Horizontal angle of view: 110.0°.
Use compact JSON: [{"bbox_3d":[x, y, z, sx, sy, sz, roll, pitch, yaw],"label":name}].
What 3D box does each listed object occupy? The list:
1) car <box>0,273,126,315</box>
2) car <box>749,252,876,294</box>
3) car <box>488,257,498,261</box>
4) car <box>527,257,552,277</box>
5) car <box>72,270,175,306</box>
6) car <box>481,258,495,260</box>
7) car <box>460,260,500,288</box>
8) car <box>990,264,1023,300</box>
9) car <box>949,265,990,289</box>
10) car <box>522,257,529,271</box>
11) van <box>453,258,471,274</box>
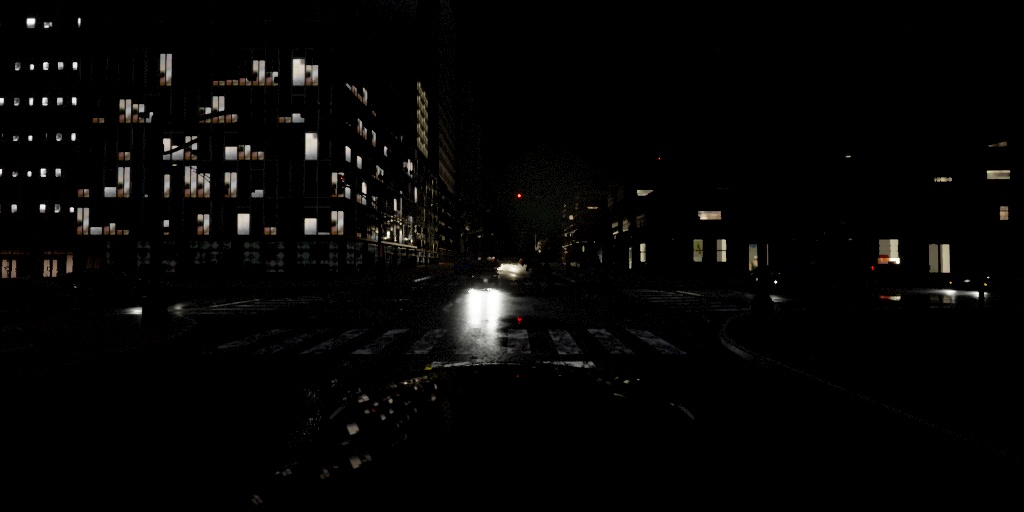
[{"bbox_3d":[-17.391,1.413,13.206,4.207,1.307,1.802,0,0,1],"label":"car"},{"bbox_3d":[15.505,0.842,18.643,5.566,2.045,2.150,-1,-1,-1],"label":"car"},{"bbox_3d":[-2.930,1.320,59.022,1.994,1.385,4.181,0,0,0],"label":"car"},{"bbox_3d":[2.774,1.194,34.995,1.967,1.591,4.097,0,0,0],"label":"car"},{"bbox_3d":[-17.858,1.359,15.819,5.008,1.535,1.882,-1,-1,1],"label":"car"},{"bbox_3d":[-3.006,1.281,39.496,1.812,1.442,4.674,0,0,0],"label":"car"},{"bbox_3d":[-2.126,1.246,24.341,2.128,1.511,4.902,0,0,-12],"label":"car"},{"bbox_3d":[20.717,0.994,12.746,4.829,1.417,1.751,0,0,1],"label":"car"},{"bbox_3d":[25.490,1.089,18.483,4.181,1.385,1.994,-1,-1,1],"label":"car"},{"bbox_3d":[2.802,1.070,46.343,2.192,1.841,5.009,0,0,0],"label":"car"},{"bbox_3d":[-5.593,1.096,40.652,1.690,1.789,3.998,0,0,0],"label":"van"}]
